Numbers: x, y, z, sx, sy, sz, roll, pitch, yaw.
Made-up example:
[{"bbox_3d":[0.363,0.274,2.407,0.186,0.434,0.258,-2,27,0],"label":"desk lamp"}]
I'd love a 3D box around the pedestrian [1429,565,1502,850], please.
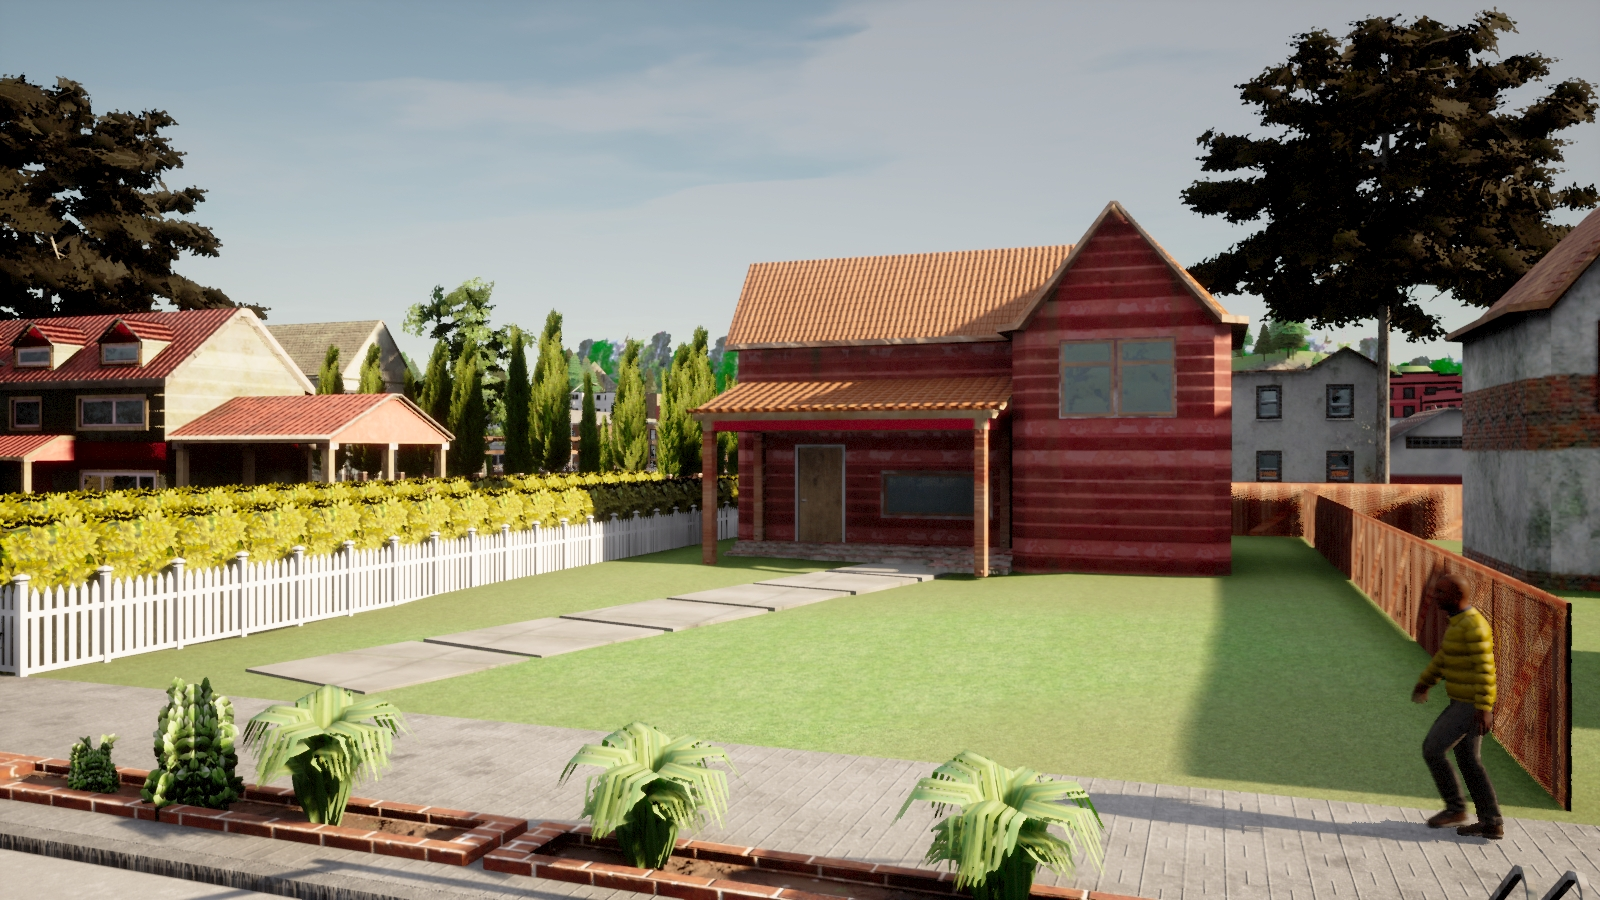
[{"bbox_3d":[4.586,1.744,7.883,0.375,1.860,0.375,0,0,20],"label":"pedestrian"}]
